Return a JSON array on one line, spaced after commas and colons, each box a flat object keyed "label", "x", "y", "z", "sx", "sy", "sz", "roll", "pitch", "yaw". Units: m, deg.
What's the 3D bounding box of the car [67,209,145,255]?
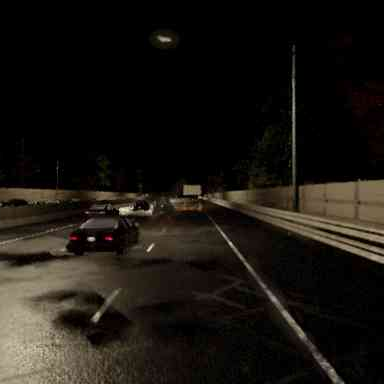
[{"label": "car", "x": -3.394, "y": 1.648, "z": 13.712, "sx": 2.033, "sy": 1.411, "sz": 5.357, "roll": 0, "pitch": 0, "yaw": 0}]

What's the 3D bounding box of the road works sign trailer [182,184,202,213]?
[{"label": "road works sign trailer", "x": 0.020, "y": 0.793, "z": 42.419, "sx": 2.380, "sy": 3.560, "sz": 2.880, "roll": 0, "pitch": 0, "yaw": 0}]

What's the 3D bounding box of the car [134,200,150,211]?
[{"label": "car", "x": -6.875, "y": 1.883, "z": 45.940, "sx": 1.812, "sy": 1.442, "sz": 4.674, "roll": 0, "pitch": 0, "yaw": 0}]

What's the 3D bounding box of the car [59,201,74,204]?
[{"label": "car", "x": -17.526, "y": 1.926, "z": 46.553, "sx": 1.994, "sy": 1.385, "sz": 4.181, "roll": 0, "pitch": 0, "yaw": 1}]

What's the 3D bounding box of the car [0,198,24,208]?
[{"label": "car", "x": -24.522, "y": 1.711, "z": 46.088, "sx": 2.097, "sy": 1.767, "sz": 4.553, "roll": 0, "pitch": 0, "yaw": 1}]

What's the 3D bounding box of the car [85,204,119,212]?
[{"label": "car", "x": -6.888, "y": 1.686, "z": 25.877, "sx": 2.128, "sy": 1.511, "sz": 4.902, "roll": 0, "pitch": 0, "yaw": 0}]

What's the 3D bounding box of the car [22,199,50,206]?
[{"label": "car", "x": -21.024, "y": 1.959, "z": 45.996, "sx": 1.895, "sy": 1.301, "sz": 4.718, "roll": 0, "pitch": 0, "yaw": 1}]

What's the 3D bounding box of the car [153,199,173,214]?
[{"label": "car", "x": -3.384, "y": 1.657, "z": 39.702, "sx": 2.097, "sy": 1.767, "sz": 4.553, "roll": 0, "pitch": -1, "yaw": 0}]
